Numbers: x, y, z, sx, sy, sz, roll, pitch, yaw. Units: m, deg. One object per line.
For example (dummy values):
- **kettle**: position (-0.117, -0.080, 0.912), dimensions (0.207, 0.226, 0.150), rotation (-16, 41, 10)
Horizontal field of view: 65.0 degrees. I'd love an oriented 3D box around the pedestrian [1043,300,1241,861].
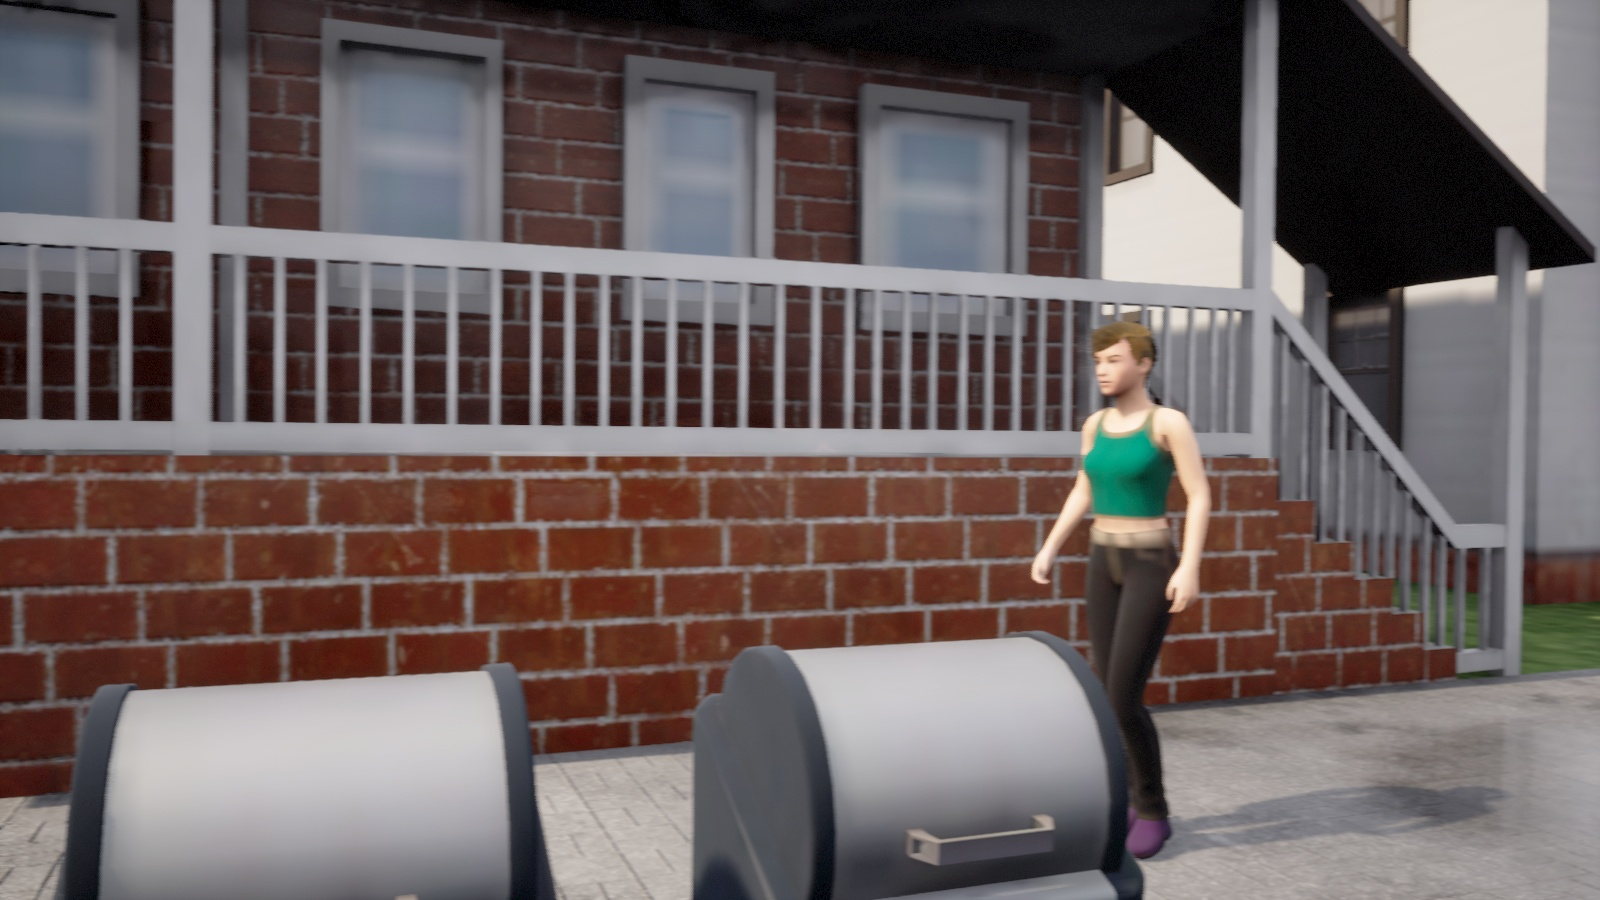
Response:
- **pedestrian**: position (1.202, 0.423, 4.403), dimensions (0.594, 1.836, 0.345), rotation (-1, 1, -32)
